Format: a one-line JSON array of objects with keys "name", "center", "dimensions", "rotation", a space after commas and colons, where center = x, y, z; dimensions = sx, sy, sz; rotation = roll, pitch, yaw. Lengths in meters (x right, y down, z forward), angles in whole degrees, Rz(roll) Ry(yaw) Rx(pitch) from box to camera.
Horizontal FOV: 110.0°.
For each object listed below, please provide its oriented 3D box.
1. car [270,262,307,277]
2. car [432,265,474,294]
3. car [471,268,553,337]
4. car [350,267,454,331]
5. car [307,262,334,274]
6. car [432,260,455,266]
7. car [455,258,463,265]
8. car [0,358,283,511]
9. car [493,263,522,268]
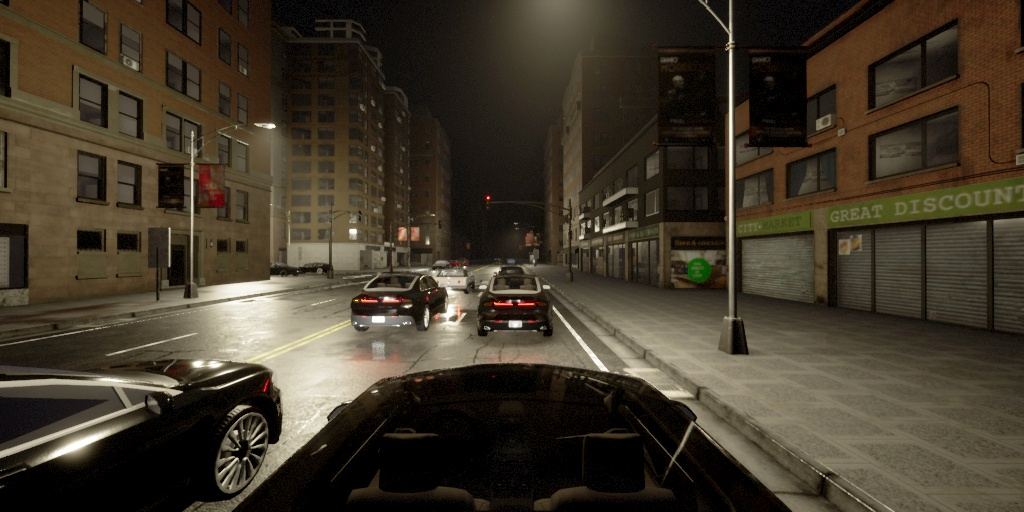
[{"name": "car", "center": [-22.611, 1.316, 34.519], "dimensions": [4.181, 1.385, 1.994], "rotation": [0, 0, 0]}, {"name": "car", "center": [-3.190, 1.354, 20.238], "dimensions": [1.895, 1.301, 4.718], "rotation": [0, 0, 0]}, {"name": "car", "center": [0.081, 1.256, 10.335], "dimensions": [1.837, 1.490, 4.892], "rotation": [0, 0, 0]}, {"name": "car", "center": [-3.170, 1.256, 10.926], "dimensions": [1.837, 1.490, 4.892], "rotation": [0, 0, 0]}, {"name": "car", "center": [-22.229, 1.347, 40.000], "dimensions": [4.313, 1.339, 1.948], "rotation": [0, 0, 0]}, {"name": "car", "center": [-9.951, 1.316, 50.897], "dimensions": [2.033, 1.411, 5.357], "rotation": [0, 0, 0]}, {"name": "car", "center": [-9.950, 1.377, 60.496], "dimensions": [1.895, 1.301, 4.718], "rotation": [0, 0, 0]}, {"name": "car", "center": [-3.153, 1.242, 1.538], "dimensions": [2.128, 1.511, 4.902], "rotation": [0, 0, 0]}, {"name": "car", "center": [-0.036, 1.278, 19.592], "dimensions": [1.812, 1.442, 4.674], "rotation": [0, 0, 0]}]
